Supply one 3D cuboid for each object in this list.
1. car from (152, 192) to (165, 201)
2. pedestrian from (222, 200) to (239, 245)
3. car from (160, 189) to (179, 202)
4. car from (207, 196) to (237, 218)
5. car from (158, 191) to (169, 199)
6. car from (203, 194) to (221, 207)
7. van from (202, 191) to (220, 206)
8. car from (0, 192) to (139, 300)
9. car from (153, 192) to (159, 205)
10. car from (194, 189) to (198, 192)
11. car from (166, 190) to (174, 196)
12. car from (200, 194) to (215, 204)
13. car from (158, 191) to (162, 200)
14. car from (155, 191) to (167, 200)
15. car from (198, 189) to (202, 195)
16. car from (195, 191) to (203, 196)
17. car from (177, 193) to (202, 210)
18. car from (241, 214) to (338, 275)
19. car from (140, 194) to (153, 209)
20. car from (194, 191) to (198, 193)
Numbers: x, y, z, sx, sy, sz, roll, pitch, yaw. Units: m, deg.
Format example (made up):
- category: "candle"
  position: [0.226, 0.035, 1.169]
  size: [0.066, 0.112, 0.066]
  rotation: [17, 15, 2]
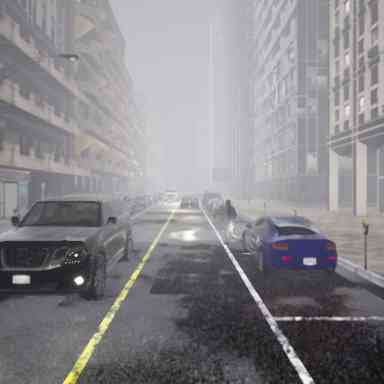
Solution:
- category: "car"
  position: [-5.837, 0.743, 58.088]
  size: [1.887, 1.381, 4.507]
  rotation: [1, 1, -1]
- category: "pedestrian"
  position: [1.464, 1.108, 12.708]
  size: [0.375, 1.860, 0.375]
  rotation: [1, 0, -1]
- category: "car"
  position: [-3.304, 0.495, 52.715]
  size: [2.150, 2.045, 5.566]
  rotation: [0, 0, 0]
- category: "car"
  position: [2.346, 1.225, 24.961]
  size: [1.802, 1.307, 4.206]
  rotation: [1, 1, -1]
- category: "car"
  position: [-5.939, 0.604, 69.159]
  size: [1.887, 1.381, 4.507]
  rotation: [1, 1, -1]
- category: "car"
  position: [2.296, 1.149, 30.497]
  size: [1.802, 1.307, 4.206]
  rotation: [1, 1, -1]
- category: "van"
  position: [2.247, 0.834, 36.026]
  size: [1.690, 1.788, 3.998]
  rotation: [1, 1, -1]
- category: "car"
  position: [-2.925, 1.095, 8.404]
  size: [2.150, 2.045, 5.566]
  rotation: [0, 1, -1]
- category: "car"
  position: [-5.685, 0.967, 41.482]
  size: [2.008, 1.369, 4.403]
  rotation: [1, 1, -1]
- category: "car"
  position: [1.839, 0.493, 80.309]
  size: [1.947, 1.339, 4.313]
  rotation: [0, 1, -1]
- category: "car"
  position: [-6.141, 0.235, 91.298]
  size: [1.967, 1.590, 4.097]
  rotation: [0, 1, -1]
- category: "car"
  position: [2.143, 0.928, 47.100]
  size: [1.802, 1.307, 4.206]
  rotation: [1, 1, -1]
- category: "car"
  position: [-5.736, 0.925, 47.018]
  size: [1.802, 1.307, 4.206]
  rotation: [1, 1, -1]
- category: "car"
  position: [-5.887, 0.569, 63.622]
  size: [1.967, 1.590, 4.097]
  rotation: [1, 1, -1]
- category: "car"
  position: [2.197, 0.734, 41.561]
  size: [2.192, 1.841, 5.009]
  rotation: [1, 1, -1]
- category: "car"
  position: [1.787, 0.386, 86.014]
  size: [1.752, 1.417, 4.829]
  rotation: [0, 1, -1]
- category: "car"
  position: [-0.234, 1.111, 34.582]
  size: [1.895, 1.301, 4.718]
  rotation: [0, 1, 0]
- category: "car"
  position: [2.662, 1.382, 9.876]
  size: [1.812, 1.442, 4.674]
  rotation: [0, 1, -1]
- category: "car"
  position: [-5.635, 1.072, 35.947]
  size: [1.802, 1.307, 4.206]
  rotation: [1, 1, -1]
- category: "car"
  position: [-0.392, 0.944, 47.178]
  size: [1.895, 1.301, 4.718]
  rotation: [0, 1, 0]
